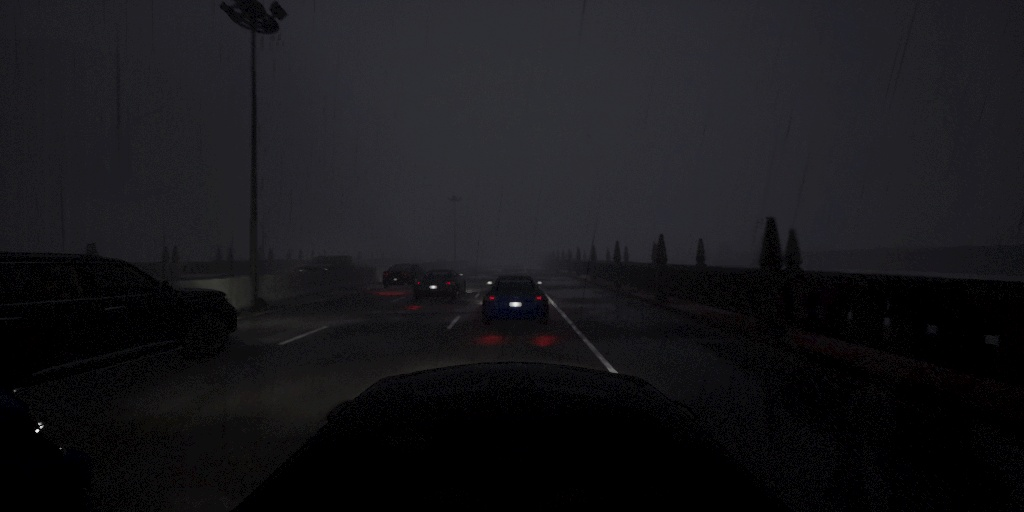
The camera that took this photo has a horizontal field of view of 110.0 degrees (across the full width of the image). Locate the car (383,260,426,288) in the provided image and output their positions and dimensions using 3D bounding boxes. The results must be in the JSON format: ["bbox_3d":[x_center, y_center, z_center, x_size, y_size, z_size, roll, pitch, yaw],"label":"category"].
[{"bbox_3d":[-6.904,1.232,23.691,1.882,1.535,5.008,0,0,0],"label":"car"}]

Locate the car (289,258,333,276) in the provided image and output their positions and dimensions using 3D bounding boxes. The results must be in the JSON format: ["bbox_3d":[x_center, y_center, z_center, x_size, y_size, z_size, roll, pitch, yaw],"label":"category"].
[{"bbox_3d":[-21.073,1.110,37.856,2.097,1.767,4.553,0,0,0],"label":"car"}]

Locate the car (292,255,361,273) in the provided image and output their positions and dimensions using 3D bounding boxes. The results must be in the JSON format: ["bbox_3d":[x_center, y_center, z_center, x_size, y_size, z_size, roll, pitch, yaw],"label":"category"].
[{"bbox_3d":[-14.102,0.977,27.623,2.150,2.045,5.566,0,0,0],"label":"car"}]

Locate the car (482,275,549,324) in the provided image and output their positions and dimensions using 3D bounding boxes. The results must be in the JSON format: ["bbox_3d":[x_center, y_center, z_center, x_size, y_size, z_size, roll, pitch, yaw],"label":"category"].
[{"bbox_3d":[0.097,1.316,11.978,1.994,1.385,4.181,0,0,0],"label":"car"}]

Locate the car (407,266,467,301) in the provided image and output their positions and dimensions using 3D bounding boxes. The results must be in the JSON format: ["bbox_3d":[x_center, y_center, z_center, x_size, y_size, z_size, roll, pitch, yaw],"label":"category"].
[{"bbox_3d":[-3.403,1.317,17.512,1.994,1.385,4.181,0,0,0],"label":"car"}]

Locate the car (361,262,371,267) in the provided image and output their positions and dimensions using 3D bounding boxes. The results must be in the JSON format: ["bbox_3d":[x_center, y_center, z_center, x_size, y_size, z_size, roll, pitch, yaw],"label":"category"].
[{"bbox_3d":[-17.571,1.359,40.186,1.895,1.301,4.718,0,0,0],"label":"car"}]

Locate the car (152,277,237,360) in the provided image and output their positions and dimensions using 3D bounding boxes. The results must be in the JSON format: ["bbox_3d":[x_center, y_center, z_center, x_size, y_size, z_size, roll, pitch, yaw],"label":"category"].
[{"bbox_3d":[-6.901,0.972,5.206,2.150,2.045,5.566,0,0,0],"label":"car"}]
